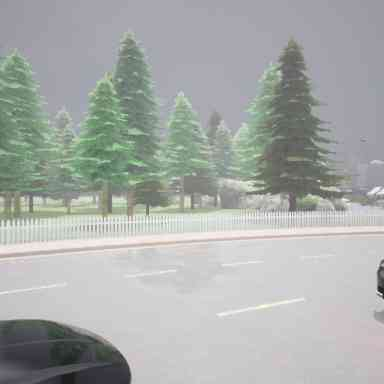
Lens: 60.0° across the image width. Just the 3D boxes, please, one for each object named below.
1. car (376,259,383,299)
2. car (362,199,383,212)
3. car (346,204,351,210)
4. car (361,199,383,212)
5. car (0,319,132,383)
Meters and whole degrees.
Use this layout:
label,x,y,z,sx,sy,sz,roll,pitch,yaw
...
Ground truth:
label,x,y,z,sx,sy,sz,roll,pitch,yaw
car,5.653,1.492,6.125,4.902,1.511,2.128,0,0,-23
car,19.859,1.619,36.075,1.994,1.385,4.181,0,0,-3
car,19.290,1.277,45.247,2.150,2.045,5.566,0,0,-4
car,23.056,1.581,41.129,1.812,1.442,4.674,0,0,-4
car,-2.700,1.478,1.637,5.008,1.535,1.882,0,0,-36
